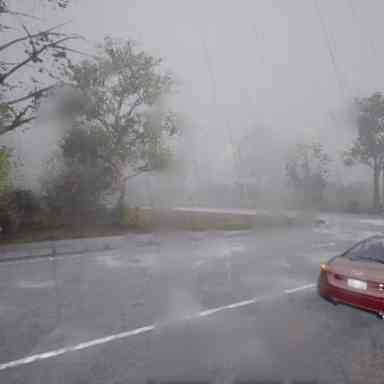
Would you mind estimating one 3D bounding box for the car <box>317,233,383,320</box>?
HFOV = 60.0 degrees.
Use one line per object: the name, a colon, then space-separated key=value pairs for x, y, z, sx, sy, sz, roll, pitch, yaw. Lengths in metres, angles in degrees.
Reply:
car: x=4.524 y=1.577 z=6.911 sx=4.181 sy=1.385 sz=1.994 roll=0 pitch=0 yaw=-34
